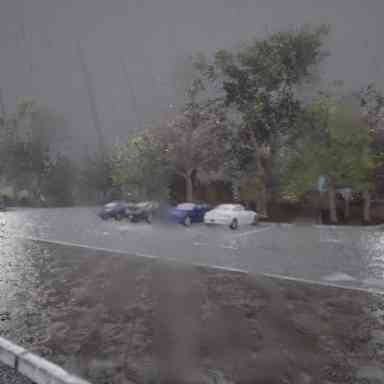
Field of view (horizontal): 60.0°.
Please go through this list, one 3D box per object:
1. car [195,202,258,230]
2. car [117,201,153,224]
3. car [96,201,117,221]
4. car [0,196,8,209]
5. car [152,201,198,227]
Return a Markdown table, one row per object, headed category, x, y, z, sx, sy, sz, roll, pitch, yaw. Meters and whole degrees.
| category | x | y | z | sx | sy | sz | roll | pitch | yaw |
| --- | --- | --- | --- | --- | --- | --- | --- | --- | --- |
| car | 2.485 | 1.468 | 20.763 | 2.002 | 1.452 | 4.674 | 0 | 0 | 36 |
| car | -2.743 | 1.410 | 24.492 | 2.231 | 1.521 | 4.892 | 0 | 0 | 36 |
| car | -5.407 | 1.440 | 26.398 | 2.002 | 1.452 | 4.674 | 0 | 0 | 36 |
| car | -25.192 | 1.204 | 40.568 | 2.185 | 1.767 | 4.553 | 0 | 0 | 35 |
| car | -0.072 | 1.418 | 22.599 | 2.097 | 1.535 | 5.008 | 0 | 0 | 36 |
